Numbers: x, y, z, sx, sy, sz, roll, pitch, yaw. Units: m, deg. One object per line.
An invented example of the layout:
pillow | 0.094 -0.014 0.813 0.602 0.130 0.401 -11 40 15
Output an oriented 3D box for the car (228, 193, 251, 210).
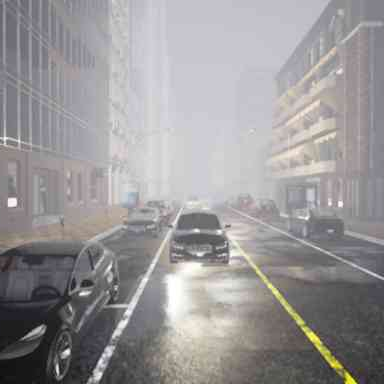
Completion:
car | 5.934 1.077 39.195 2.192 1.841 5.009 0 0 0

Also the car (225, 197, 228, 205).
car | 5.917 1.311 44.845 1.802 1.307 4.206 0 0 0

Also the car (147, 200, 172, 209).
car | -2.398 1.302 22.227 1.967 1.590 4.097 0 0 0

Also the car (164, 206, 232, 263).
car | 0.227 1.425 11.741 1.837 1.490 4.892 0 2 0

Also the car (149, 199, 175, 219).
car | -2.413 1.354 27.705 1.752 1.417 4.829 0 0 0

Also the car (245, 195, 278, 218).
car | 5.967 1.269 27.899 1.967 1.590 4.097 0 0 0

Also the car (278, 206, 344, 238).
car | 6.000 1.447 16.603 2.008 1.369 4.403 0 0 0

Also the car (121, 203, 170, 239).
car | -2.380 1.446 16.578 2.008 1.369 4.403 0 0 0

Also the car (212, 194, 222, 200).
car | 5.819 1.109 78.736 1.947 1.339 4.313 0 0 0

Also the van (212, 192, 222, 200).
van | 5.835 0.914 73.086 1.690 1.788 3.998 0 0 0

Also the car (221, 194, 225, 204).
car | 5.901 1.277 50.494 1.802 1.307 4.206 0 0 0

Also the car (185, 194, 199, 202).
car | 0.178 1.197 61.500 1.994 1.385 4.181 0 0 0

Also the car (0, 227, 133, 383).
car | -2.348 1.531 5.281 1.947 1.339 4.313 0 0 0
